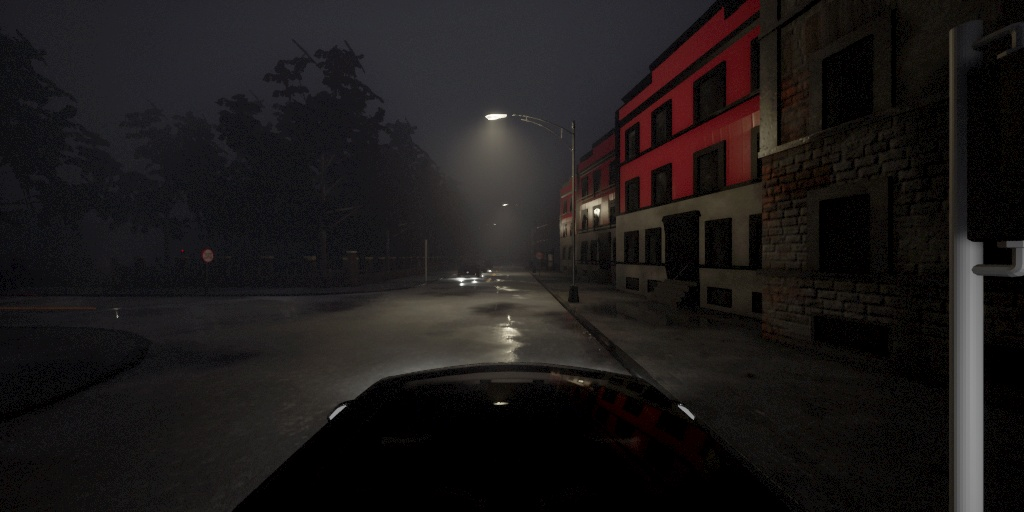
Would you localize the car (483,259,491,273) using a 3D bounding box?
[{"bbox_3d":[-4.016,1.297,43.948,2.033,1.411,5.357,0,0,0],"label":"car"}]

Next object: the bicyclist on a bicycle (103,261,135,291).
[{"bbox_3d":[-21.814,1.099,19.934,0.582,1.620,1.656,0,0,0],"label":"bicyclist on a bicycle"}]

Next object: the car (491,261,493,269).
[{"bbox_3d":[-3.969,1.228,54.359,1.882,1.535,5.008,0,0,0],"label":"car"}]

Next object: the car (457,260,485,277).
[{"bbox_3d":[-4.035,1.314,34.656,1.994,1.385,4.181,0,0,0],"label":"car"}]
